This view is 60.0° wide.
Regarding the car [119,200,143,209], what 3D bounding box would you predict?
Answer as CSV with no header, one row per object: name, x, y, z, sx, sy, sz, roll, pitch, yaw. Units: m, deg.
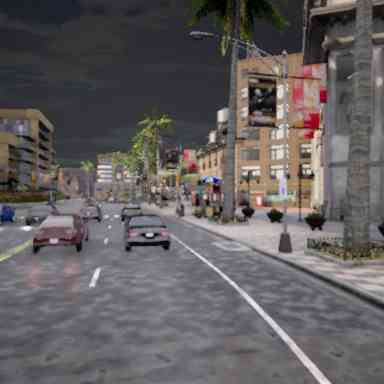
car,-5.423,1.777,29.967,2.128,1.511,4.902,0,0,-12

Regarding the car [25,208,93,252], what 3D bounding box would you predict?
car,-5.631,1.668,14.650,1.812,1.442,4.674,0,0,-12

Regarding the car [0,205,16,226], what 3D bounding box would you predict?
car,-15.264,1.734,25.786,1.882,1.535,5.008,0,-1,-12

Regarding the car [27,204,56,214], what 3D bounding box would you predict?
car,-11.884,1.773,26.719,1.837,1.490,4.892,0,-1,-12

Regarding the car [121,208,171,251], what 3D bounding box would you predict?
car,-2.134,1.690,15.016,2.033,1.411,5.357,0,-1,-12

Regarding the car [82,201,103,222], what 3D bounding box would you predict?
car,-8.778,1.826,28.912,2.033,1.411,5.357,0,-1,-12
